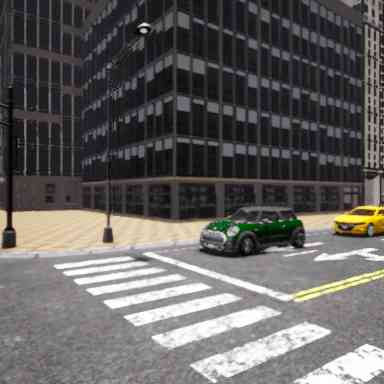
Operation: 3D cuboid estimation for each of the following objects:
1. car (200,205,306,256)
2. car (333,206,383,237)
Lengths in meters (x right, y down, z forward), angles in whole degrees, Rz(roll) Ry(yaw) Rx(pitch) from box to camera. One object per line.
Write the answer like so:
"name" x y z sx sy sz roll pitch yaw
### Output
"car" 2.518 1.397 13.459 4.553 1.767 2.097 0 0 -36
"car" 9.997 1.573 18.794 5.008 1.535 1.882 0 0 -35
